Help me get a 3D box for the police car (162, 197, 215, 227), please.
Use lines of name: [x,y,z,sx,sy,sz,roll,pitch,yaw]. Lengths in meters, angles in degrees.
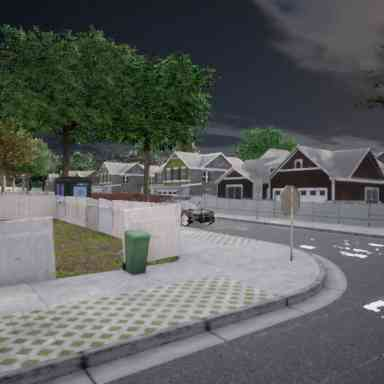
police car: [-0.555,1.169,20.839,1.930,1.638,5.238,1,0,-36]
